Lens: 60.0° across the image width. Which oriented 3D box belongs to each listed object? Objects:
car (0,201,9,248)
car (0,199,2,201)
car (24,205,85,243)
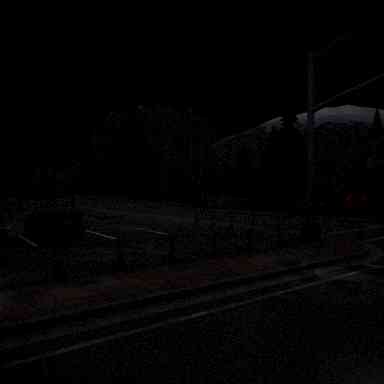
[{"bbox_3d":[-8.880,1.330,13.428,2.152,1.636,5.027,0,0,-36],"label":"car"},{"bbox_3d":[-21.607,1.374,36.413,1.845,1.501,3.633,0,0,-36],"label":"car"},{"bbox_3d":[-6.367,1.339,15.306,2.007,1.523,4.514,0,0,-36],"label":"car"}]
